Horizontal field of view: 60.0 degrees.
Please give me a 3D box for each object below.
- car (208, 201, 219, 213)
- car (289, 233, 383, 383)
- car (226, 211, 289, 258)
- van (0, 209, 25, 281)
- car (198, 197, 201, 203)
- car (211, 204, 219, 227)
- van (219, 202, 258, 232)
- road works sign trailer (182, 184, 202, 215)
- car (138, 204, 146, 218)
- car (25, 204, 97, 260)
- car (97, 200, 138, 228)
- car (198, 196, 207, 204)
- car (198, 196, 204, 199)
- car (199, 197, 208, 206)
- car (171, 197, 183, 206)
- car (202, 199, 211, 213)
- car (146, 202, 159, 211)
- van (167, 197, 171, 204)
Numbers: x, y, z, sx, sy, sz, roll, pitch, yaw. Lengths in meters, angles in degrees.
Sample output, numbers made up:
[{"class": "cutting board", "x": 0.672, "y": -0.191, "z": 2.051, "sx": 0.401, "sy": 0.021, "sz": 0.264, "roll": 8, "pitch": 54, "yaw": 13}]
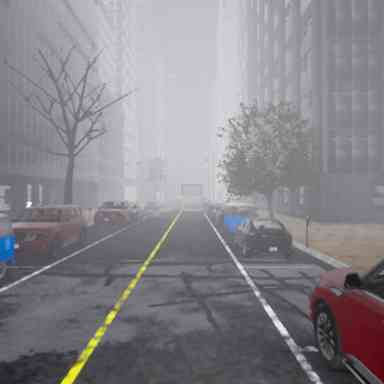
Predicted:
[{"class": "car", "x": 2.698, "y": 1.805, "z": 30.444, "sx": 1.752, "sy": 1.417, "sz": 4.829, "roll": 0, "pitch": -1, "yaw": 0}, {"class": "car", "x": 2.685, "y": 1.342, "z": 2.772, "sx": 2.192, "sy": 1.841, "sz": 5.009, "roll": 0, "pitch": -1, "yaw": 0}, {"class": "car", "x": 2.691, "y": 1.674, "z": 13.180, "sx": 2.008, "sy": 1.369, "sz": 4.403, "roll": 0, "pitch": -1, "yaw": 0}, {"class": "van", "x": -5.694, "y": 1.412, "z": 7.494, "sx": 1.690, "sy": 1.788, "sz": 3.998, "roll": 0, "pitch": -1, "yaw": 0}, {"class": "car", "x": 2.713, "y": 2.124, "z": 64.460, "sx": 1.887, "sy": 1.381, "sz": 4.507, "roll": 0, "pitch": 0, "yaw": 0}, {"class": "car", "x": 2.696, "y": 1.793, "z": 24.576, "sx": 1.947, "sy": 1.339, "sz": 4.313, "roll": 0, "pitch": -1, "yaw": 0}, {"class": "van", "x": 2.692, "y": 1.516, "z": 18.879, "sx": 1.690, "sy": 1.788, "sz": 3.998, "roll": 0, "pitch": -1, "yaw": 0}, {"class": "road works sign trailer", "x": 0.015, "y": 0.820, "z": 38.966, "sx": 2.380, "sy": 3.560, "sz": 2.880, "roll": 0, "pitch": -1, "yaw": 0}, {"class": "car", "x": -5.683, "y": 1.718, "z": 30.284, "sx": 1.967, "sy": 1.590, "sz": 4.097, "roll": 0, "pitch": -1, "yaw": 0}, {"class": "car", "x": -5.691, "y": 1.439, "z": 13.191, "sx": 2.192, "sy": 1.841, "sz": 5.009, "roll": 0, "pitch": -1, "yaw": 0}, {"class": "car", "x": -5.686, "y": 1.542, "z": 24.587, "sx": 2.192, "sy": 1.841, "sz": 5.009, "roll": 0, "pitch": -1, "yaw": 0}, {"class": "car", "x": 2.721, "y": 2.085, "z": 87.254, "sx": 2.192, "sy": 1.841, "sz": 5.009, "roll": 0, "pitch": 0, "yaw": 0}, {"class": "car", "x": 2.716, "y": 1.991, "z": 75.858, "sx": 2.192, "sy": 1.841, "sz": 5.009, "roll": 0, "pitch": 0, "yaw": 0}, {"class": "car", "x": 2.710, "y": 2.096, "z": 58.762, "sx": 1.947, "sy": 1.339, "sz": 4.313, "roll": 0, "pitch": 0, "yaw": 0}, {"class": "car", "x": -2.971, "y": 2.129, "z": 70.991, "sx": 1.837, "sy": 1.490, "sz": 4.892, "roll": 0, "pitch": 0, "yaw": 0}, {"class": "car", "x": 2.703, "y": 1.931, "z": 41.668, "sx": 2.008, "sy": 1.369, "sz": 4.403, "roll": 0, "pitch": -1, "yaw": 0}, {"class": "car", "x": -5.675, "y": 2.013, "z": 47.375, "sx": 1.802, "sy": 1.307, "sz": 4.206, "roll": 0, "pitch": -1, "yaw": 0}, {"class": "van", "x": -5.660, "y": 2.112, "z": 87.262, "sx": 1.690, "sy": 1.788, "sz": 3.998, "roll": 0, "pitch": 0, "yaw": 0}]
